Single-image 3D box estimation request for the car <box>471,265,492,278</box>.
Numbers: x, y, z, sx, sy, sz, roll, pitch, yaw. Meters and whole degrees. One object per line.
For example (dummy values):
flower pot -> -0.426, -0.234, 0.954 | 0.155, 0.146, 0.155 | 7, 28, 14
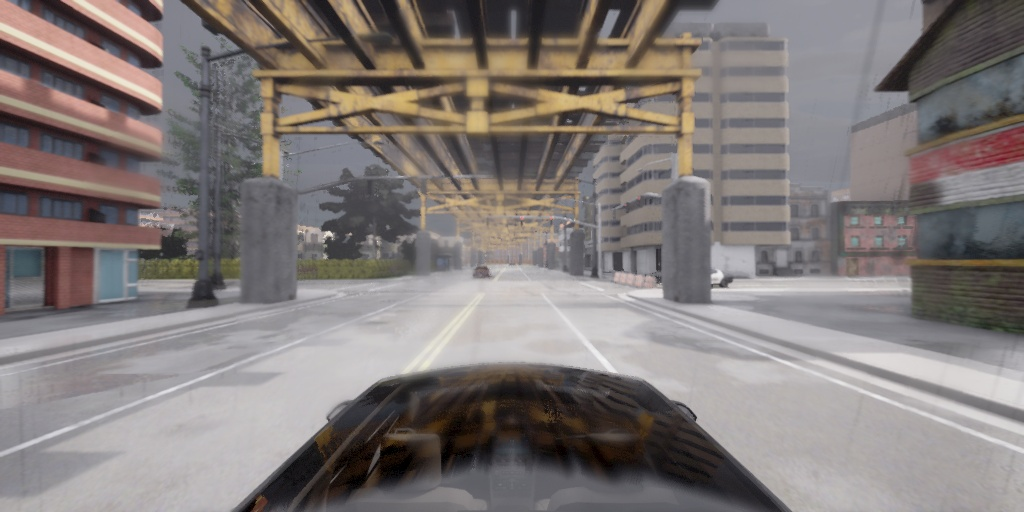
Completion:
car -> -3.440, 1.835, 41.514 | 1.812, 1.442, 4.674 | 0, 0, 0
